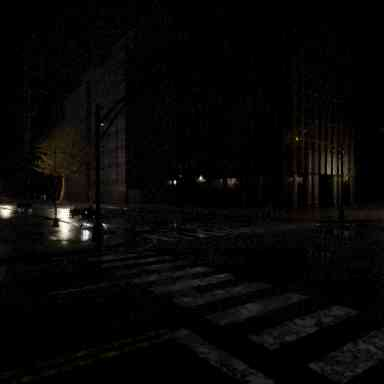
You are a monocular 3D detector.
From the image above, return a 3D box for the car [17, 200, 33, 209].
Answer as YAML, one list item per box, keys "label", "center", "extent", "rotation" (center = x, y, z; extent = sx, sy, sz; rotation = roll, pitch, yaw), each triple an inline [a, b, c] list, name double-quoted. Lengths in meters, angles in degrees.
- label: "car"
  center: [-28.510, 2.112, 56.585]
  extent: [2.033, 1.411, 5.357]
  rotation: [0, 0, -36]

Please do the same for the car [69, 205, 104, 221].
- label: "car"
  center: [-9.746, 1.863, 30.699]
  extent: [1.895, 1.301, 4.718]
  rotation: [0, -1, -36]

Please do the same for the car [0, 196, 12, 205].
- label: "car"
  center: [-43.412, 1.943, 77.142]
  extent: [2.150, 2.045, 5.566]
  rotation: [0, 0, -36]
